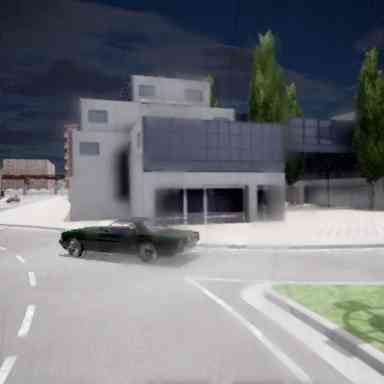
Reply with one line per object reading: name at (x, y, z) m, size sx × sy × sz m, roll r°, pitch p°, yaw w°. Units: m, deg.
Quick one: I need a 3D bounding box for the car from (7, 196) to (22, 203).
car at (-35.833, 1.522, 67.163) m, size 1.812 × 1.442 × 4.674 m, roll -1°, pitch 0°, yaw -18°

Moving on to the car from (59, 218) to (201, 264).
car at (-2.203, 1.553, 11.421) m, size 4.718 × 1.301 × 1.895 m, roll -1°, pitch 0°, yaw 23°
